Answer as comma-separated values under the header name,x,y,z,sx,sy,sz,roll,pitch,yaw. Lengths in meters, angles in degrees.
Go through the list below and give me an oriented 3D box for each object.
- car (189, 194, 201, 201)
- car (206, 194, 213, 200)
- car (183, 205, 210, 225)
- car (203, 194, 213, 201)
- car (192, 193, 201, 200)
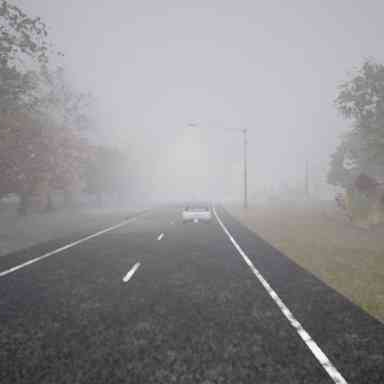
name,x,y,z,sx,sy,sz,roll,pitch,yaw
car,0.327,1.543,82.396,2.128,1.511,4.902,0,0,6
car,4.864,1.406,92.854,1.812,1.442,4.674,0,0,6
car,0.357,1.609,24.345,1.895,1.301,4.718,0,0,2
car,3.894,1.617,82.955,1.895,1.301,4.718,0,0,6
car,1.336,1.218,92.766,2.097,1.767,4.553,0,0,6
